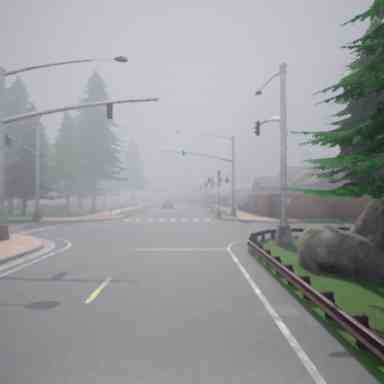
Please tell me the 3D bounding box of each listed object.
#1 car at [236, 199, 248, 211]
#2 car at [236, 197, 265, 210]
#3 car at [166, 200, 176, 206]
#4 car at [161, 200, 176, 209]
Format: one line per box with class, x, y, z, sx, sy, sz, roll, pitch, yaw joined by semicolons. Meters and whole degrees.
car;8.862;1.633;45.805;4.605;1.855;1.932;0;-1;-1
car;8.448;1.661;48.315;3.866;1.878;1.905;0;-1;-1
car;-4.448;2.314;70.652;1.895;1.301;4.718;0;-1;-4
car;-4.105;2.038;55.370;1.882;1.535;5.008;0;-1;0
